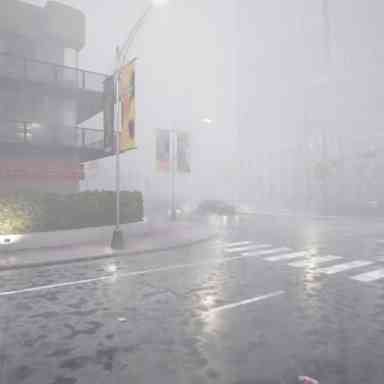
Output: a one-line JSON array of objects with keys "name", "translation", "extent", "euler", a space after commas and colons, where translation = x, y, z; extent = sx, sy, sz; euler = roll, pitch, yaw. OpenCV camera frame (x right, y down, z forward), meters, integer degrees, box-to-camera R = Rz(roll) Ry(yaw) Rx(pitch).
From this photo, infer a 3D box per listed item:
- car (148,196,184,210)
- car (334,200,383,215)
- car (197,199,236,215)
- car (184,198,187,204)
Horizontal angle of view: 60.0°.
[{"name": "car", "translation": [-3.354, 1.558, 42.093], "extent": [1.994, 1.385, 4.181], "euler": [0, 0, -35]}, {"name": "car", "translation": [16.817, 1.517, 33.668], "extent": [1.812, 1.442, 4.674], "euler": [0, 0, -35]}, {"name": "car", "translation": [2.421, 1.499, 33.824], "extent": [1.837, 1.490, 4.892], "euler": [0, 0, -35]}, {"name": "car", "translation": [-2.449, 1.538, 62.025], "extent": [2.033, 1.411, 5.357], "euler": [0, 0, -19]}]
